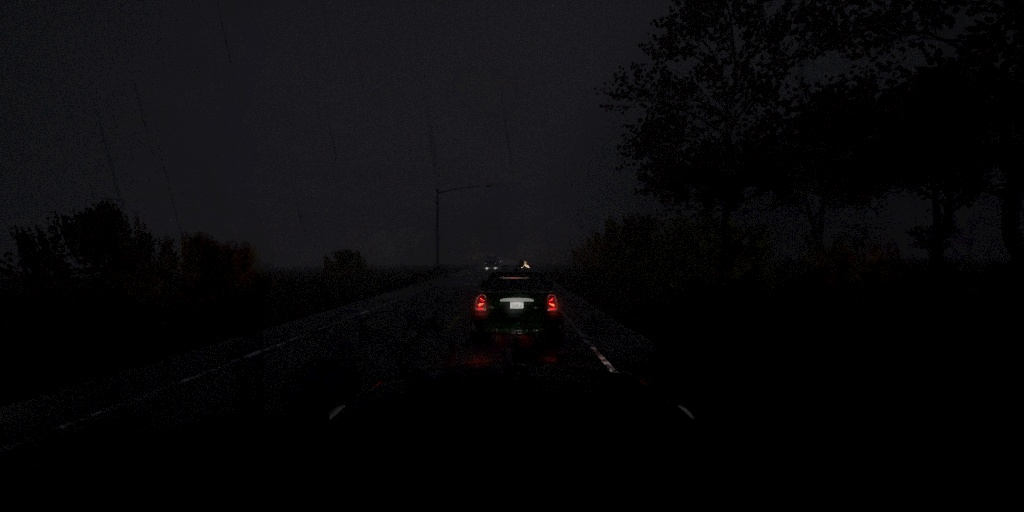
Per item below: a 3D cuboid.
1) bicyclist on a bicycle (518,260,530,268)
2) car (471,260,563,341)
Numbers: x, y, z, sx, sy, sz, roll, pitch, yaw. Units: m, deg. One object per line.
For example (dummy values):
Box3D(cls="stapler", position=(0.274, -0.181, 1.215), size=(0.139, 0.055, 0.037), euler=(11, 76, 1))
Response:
Box3D(cls="bicyclist on a bicycle", position=(0.960, 1.177, 25.791), size=(0.866, 1.612, 1.509), euler=(0, 0, 1))
Box3D(cls="car", position=(0.108, 1.099, 9.968), size=(2.097, 1.767, 4.553), euler=(0, 0, 0))
